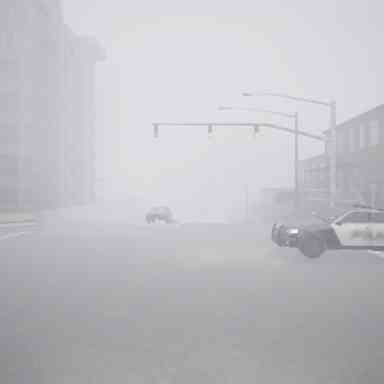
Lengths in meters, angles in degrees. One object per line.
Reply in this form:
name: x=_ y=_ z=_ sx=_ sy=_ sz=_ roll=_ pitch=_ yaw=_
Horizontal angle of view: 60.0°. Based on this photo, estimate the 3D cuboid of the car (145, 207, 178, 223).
car: x=-2.669 y=1.950 z=28.381 sx=2.033 sy=1.411 sz=5.357 roll=0 pitch=-4 yaw=2

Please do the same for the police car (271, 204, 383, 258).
police car: x=5.298 y=1.222 z=11.182 sx=4.974 sy=1.542 sz=2.038 roll=1 pitch=1 yaw=3

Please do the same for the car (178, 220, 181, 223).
car: x=-2.286 y=3.938 z=40.589 sx=1.994 sy=1.385 sz=4.181 roll=0 pitch=-12 yaw=2
